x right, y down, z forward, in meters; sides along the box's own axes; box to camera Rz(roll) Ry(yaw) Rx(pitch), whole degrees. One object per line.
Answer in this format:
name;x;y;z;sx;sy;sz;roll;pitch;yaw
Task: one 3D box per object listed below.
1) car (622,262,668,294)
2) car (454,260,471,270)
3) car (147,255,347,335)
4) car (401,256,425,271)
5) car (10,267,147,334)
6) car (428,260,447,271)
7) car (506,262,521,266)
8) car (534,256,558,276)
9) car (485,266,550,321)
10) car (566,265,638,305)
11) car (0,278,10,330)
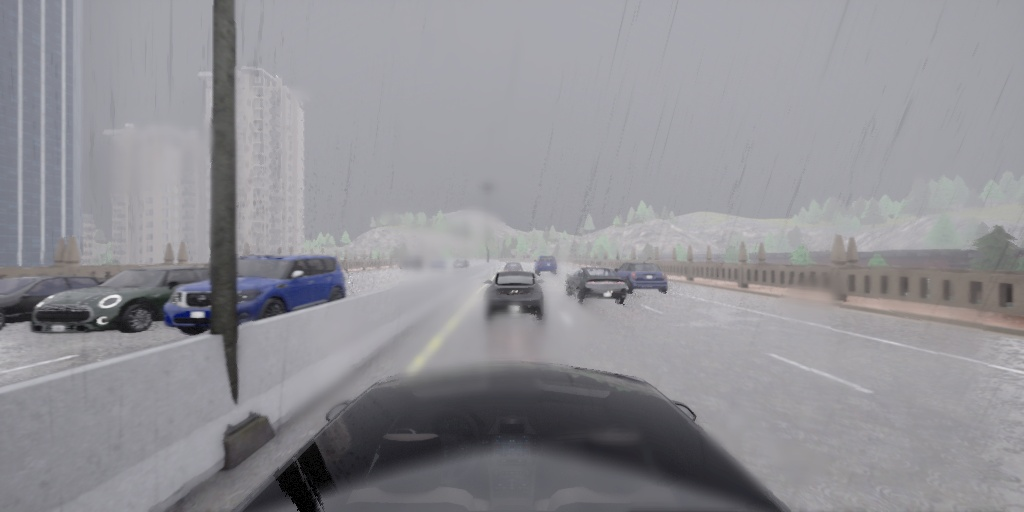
car;7.112;1.107;20.691;2.097;1.767;4.553;0;0;0
car;-7.046;1.258;51.202;2.128;1.511;4.902;0;0;0
car;-7.095;0.972;10.864;2.150;2.045;5.566;0;0;0
car;-14.042;0.987;51.057;2.150;2.045;5.566;0;0;0
car;-10.595;1.102;10.632;2.097;1.767;4.553;0;0;0
car;-10.544;1.244;51.126;1.882;1.535;5.008;0;0;0
car;0.120;1.304;33.883;2.033;1.411;5.357;0;0;0
car;3.624;0.980;38.311;2.150;2.045;5.566;0;0;0
car;0.107;1.257;12.527;1.837;1.490;4.892;0;0;0
car;3.608;1.245;15.970;2.128;1.511;4.902;0;0;0
car;-14.095;1.297;10.725;2.033;1.411;5.357;0;0;0
